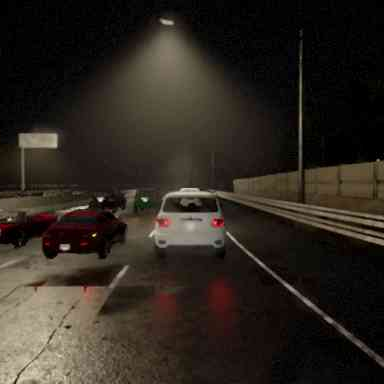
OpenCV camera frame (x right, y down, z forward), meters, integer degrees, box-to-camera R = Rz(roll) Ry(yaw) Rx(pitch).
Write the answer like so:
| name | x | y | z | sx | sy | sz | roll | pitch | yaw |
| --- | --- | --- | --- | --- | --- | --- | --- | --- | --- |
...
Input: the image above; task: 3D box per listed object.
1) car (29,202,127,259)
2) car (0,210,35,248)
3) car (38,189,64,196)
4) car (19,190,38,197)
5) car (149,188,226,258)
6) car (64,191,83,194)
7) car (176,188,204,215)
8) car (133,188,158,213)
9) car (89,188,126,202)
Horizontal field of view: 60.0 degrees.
| name | x | y | z | sx | sy | sz | roll | pitch | yaw |
| --- | --- | --- | --- | --- | --- | --- | --- | --- | --- |
| car | -3.519 | 1.309 | 11.539 | 1.812 | 1.442 | 4.674 | 0 | 1 | 0 |
| car | -7.024 | 1.351 | 13.345 | 1.895 | 1.301 | 4.718 | 0 | 1 | 0 |
| car | -21.617 | 0.391 | 52.133 | 2.097 | 1.767 | 4.553 | 0 | 1 | -1 |
| car | -25.108 | 0.521 | 51.873 | 1.882 | 1.535 | 5.008 | 0 | 1 | 0 |
| car | -0.028 | 0.994 | 11.985 | 2.150 | 2.045 | 5.566 | 0 | 1 | 0 |
| car | -18.127 | 0.590 | 52.840 | 1.994 | 1.385 | 4.181 | 0 | 1 | -1 |
| car | -0.165 | 0.691 | 28.806 | 2.150 | 2.045 | 5.566 | 0 | 1 | 0 |
| car | -3.666 | 0.691 | 28.758 | 2.150 | 2.045 | 5.566 | 0 | 1 | 0 |
| car | -7.165 | 0.692 | 28.697 | 2.150 | 2.045 | 5.566 | 0 | 1 | 0 |
